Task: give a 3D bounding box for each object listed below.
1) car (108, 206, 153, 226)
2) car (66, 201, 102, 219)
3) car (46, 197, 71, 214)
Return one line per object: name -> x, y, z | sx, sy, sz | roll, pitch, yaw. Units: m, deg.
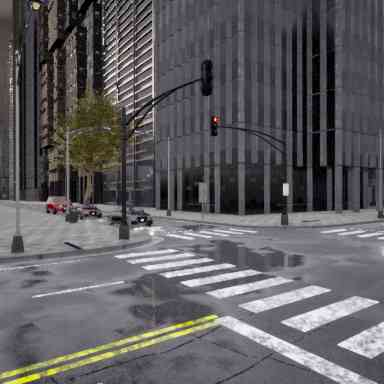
car -> -4.489, 1.728, 23.960 | 1.994, 1.385, 4.181 | 0, 0, -35
car -> -10.211, 1.817, 31.995 | 1.994, 1.385, 4.181 | 0, 0, -36
car -> -16.113, 1.573, 40.326 | 2.150, 2.045, 5.566 | 0, 0, -35
